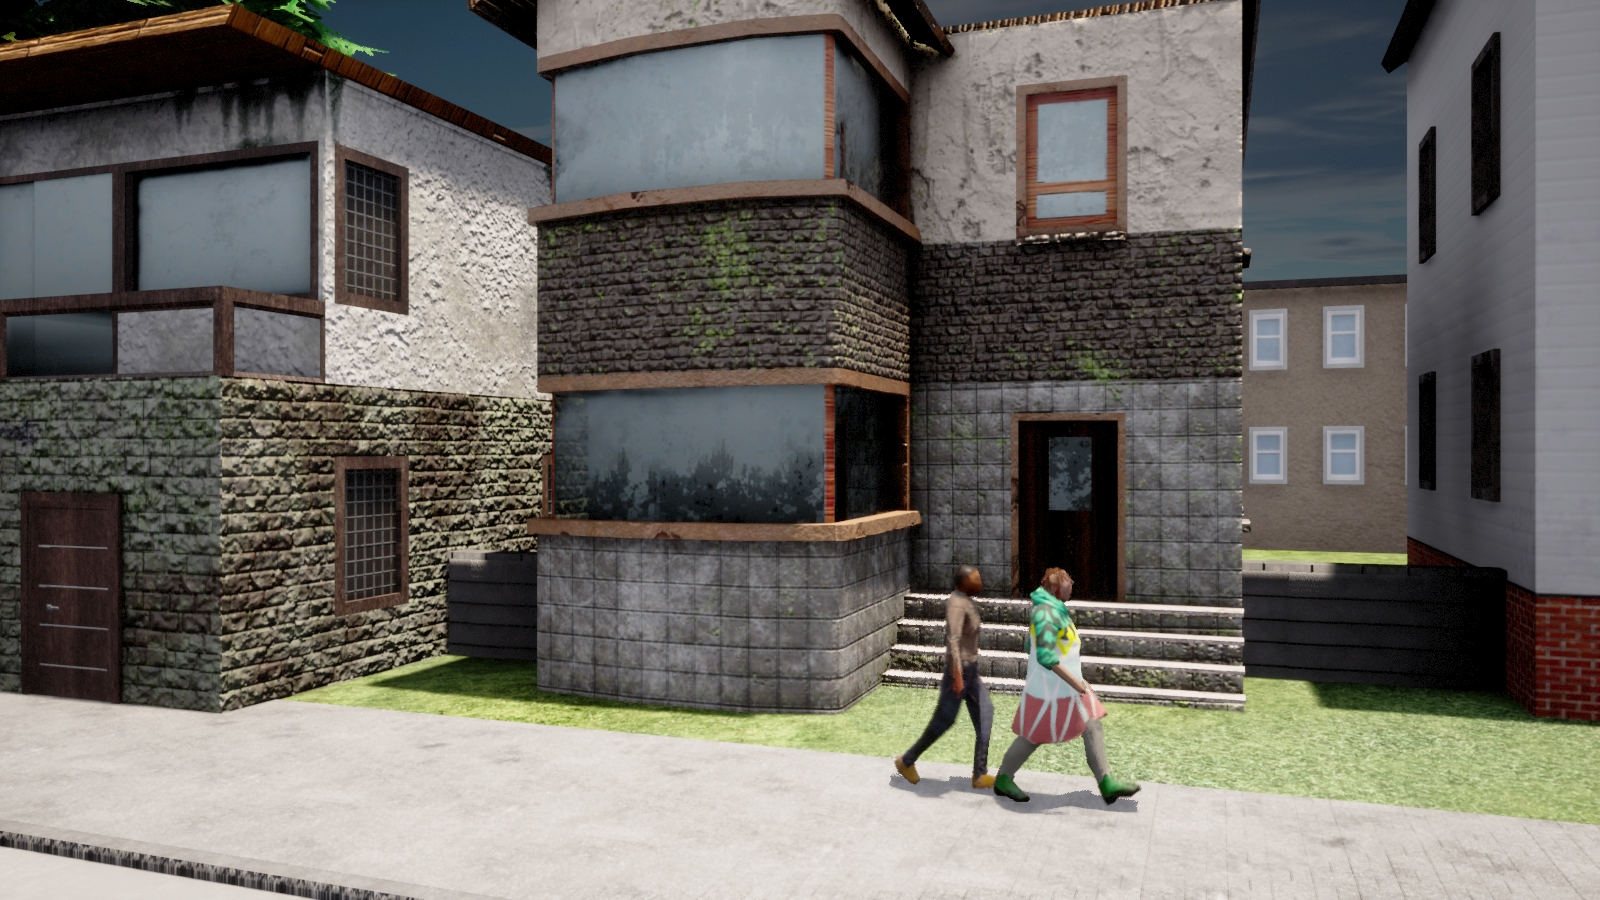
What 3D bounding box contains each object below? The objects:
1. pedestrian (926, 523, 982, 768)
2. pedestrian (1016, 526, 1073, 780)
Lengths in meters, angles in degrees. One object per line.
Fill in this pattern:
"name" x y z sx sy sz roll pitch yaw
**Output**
"pedestrian" 1.223 1.525 9.059 0.375 1.860 0.375 0 0 19
"pedestrian" 1.876 1.525 8.752 0.375 1.860 0.375 0 0 22
